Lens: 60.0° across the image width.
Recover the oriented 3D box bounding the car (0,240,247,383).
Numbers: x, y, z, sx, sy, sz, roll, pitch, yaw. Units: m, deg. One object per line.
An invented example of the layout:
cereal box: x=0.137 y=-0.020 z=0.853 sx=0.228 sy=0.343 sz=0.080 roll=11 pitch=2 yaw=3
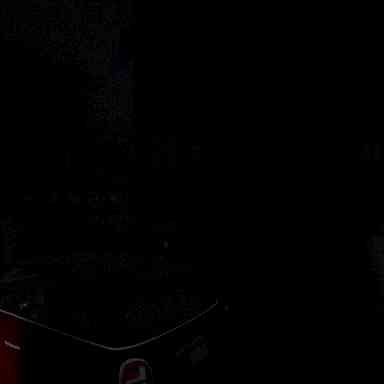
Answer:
car: x=-1.519 y=1.440 z=4.027 sx=4.097 sy=1.590 sz=1.967 roll=0 pitch=0 yaw=35
